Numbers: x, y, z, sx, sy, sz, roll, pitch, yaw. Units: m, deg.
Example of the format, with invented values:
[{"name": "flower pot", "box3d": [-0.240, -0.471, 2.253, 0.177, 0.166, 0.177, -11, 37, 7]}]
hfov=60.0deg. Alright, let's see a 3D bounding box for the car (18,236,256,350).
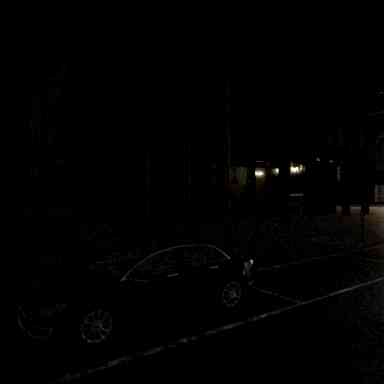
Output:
[{"name": "car", "box3d": [-0.740, 1.551, 6.139, 4.403, 1.369, 2.008, 0, 0, -36]}]
